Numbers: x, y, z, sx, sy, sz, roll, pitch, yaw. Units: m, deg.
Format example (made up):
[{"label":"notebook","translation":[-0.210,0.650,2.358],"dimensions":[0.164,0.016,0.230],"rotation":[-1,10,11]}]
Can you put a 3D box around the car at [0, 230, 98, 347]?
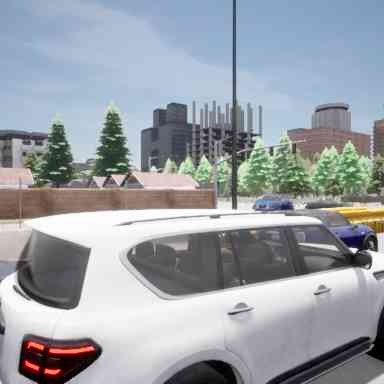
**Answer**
[{"label":"car","translation":[-4.375,1.547,4.923],"dimensions":[5.357,1.411,2.033],"rotation":[0,0,-36]}]

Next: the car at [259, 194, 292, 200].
[{"label":"car","translation":[7.655,1.222,30.869],"dimensions":[2.150,2.045,5.566],"rotation":[3,1,36]}]

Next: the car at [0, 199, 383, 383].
[{"label":"car","translation":[0.649,1.221,4.205],"dimensions":[5.566,2.045,2.150],"rotation":[0,0,-36]}]

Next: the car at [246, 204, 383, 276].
[{"label":"car","translation":[4.189,1.352,11.023],"dimensions":[4.553,1.767,2.097],"rotation":[0,0,-35]}]
